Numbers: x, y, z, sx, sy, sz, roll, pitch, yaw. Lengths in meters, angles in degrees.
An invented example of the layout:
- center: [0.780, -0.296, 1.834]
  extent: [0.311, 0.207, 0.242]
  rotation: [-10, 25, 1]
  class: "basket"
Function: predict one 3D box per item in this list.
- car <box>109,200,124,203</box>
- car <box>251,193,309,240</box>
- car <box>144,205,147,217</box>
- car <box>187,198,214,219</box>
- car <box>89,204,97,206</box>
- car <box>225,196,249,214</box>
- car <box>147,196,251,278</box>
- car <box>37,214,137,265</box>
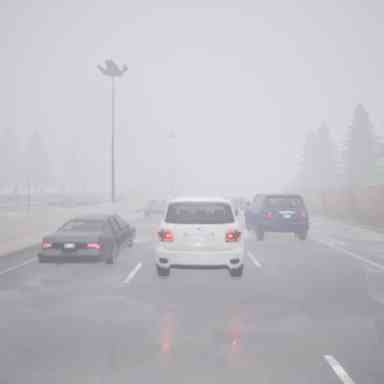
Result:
- center: [-9.390, 1.153, 41.889]
  extent: [1.994, 1.385, 4.181]
  rotation: [0, 1, 4]
  class: "car"
- center: [3.955, 1.066, 16.303]
  extent: [2.150, 2.045, 5.566]
  rotation: [0, 0, 1]
  class: "car"
- center: [-2.788, 1.277, 27.804]
  extent: [2.033, 1.411, 5.357]
  rotation: [0, 1, 2]
  class: "car"
- center: [0.711, 1.281, 27.724]
  extent: [2.033, 1.411, 5.357]
  rotation: [0, 1, 2]
  class: "car"
- center: [-12.947, 1.187, 41.906]
  extent: [1.895, 1.301, 4.718]
  rotation: [0, 1, 4]
  class: "car"
- center: [4.341, 1.194, 32.743]
  extent: [1.837, 1.490, 4.892]
  rotation: [0, 1, 1]
  class: "car"
- center: [0.255, 1.124, 10.044]
  extent: [2.150, 2.045, 5.566]
  rotation: [0, 1, 2]
  class: "car"
- center: [-3.178, 1.435, 11.161]
  extent: [2.033, 1.411, 5.357]
  rotation: [0, 0, 0]
  class: "car"
